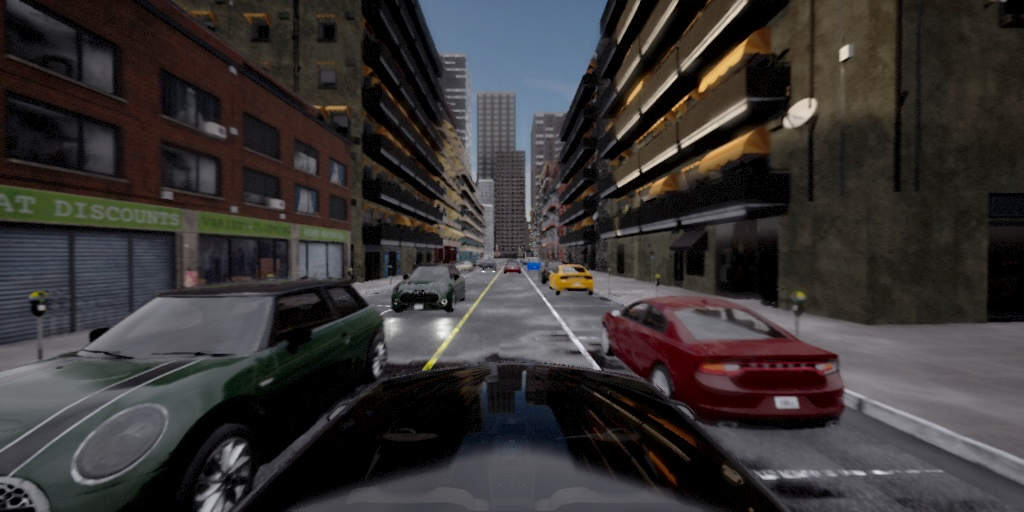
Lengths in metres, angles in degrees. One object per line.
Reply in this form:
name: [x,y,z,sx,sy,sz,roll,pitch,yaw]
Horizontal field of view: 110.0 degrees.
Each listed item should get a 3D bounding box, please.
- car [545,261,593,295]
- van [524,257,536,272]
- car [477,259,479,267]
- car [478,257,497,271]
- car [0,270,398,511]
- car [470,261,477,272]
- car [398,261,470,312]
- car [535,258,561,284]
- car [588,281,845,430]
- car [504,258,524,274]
car: [3.137,1.216,19.728,1.882,1.535,5.008,0,0,0]
van: [2.685,1.069,44.396,1.690,1.789,3.998,0,0,0]
car: [-5.697,1.290,60.978,1.948,1.339,4.313,0,0,0]
car: [-3.067,1.274,49.966,2.033,1.411,5.357,0,0,0]
car: [-3.096,1.101,4.008,2.097,1.767,4.553,0,0,0]
car: [-5.696,1.253,44.238,1.751,1.417,4.829,0,0,0]
car: [-3.071,1.094,14.095,2.097,1.767,4.553,0,0,0]
car: [3.110,1.087,26.698,2.097,1.767,4.553,0,0,0]
car: [2.688,1.292,5.732,1.888,1.381,4.507,0,0,0]
car: [0.056,1.291,41.749,1.994,1.385,4.181,0,0,0]
